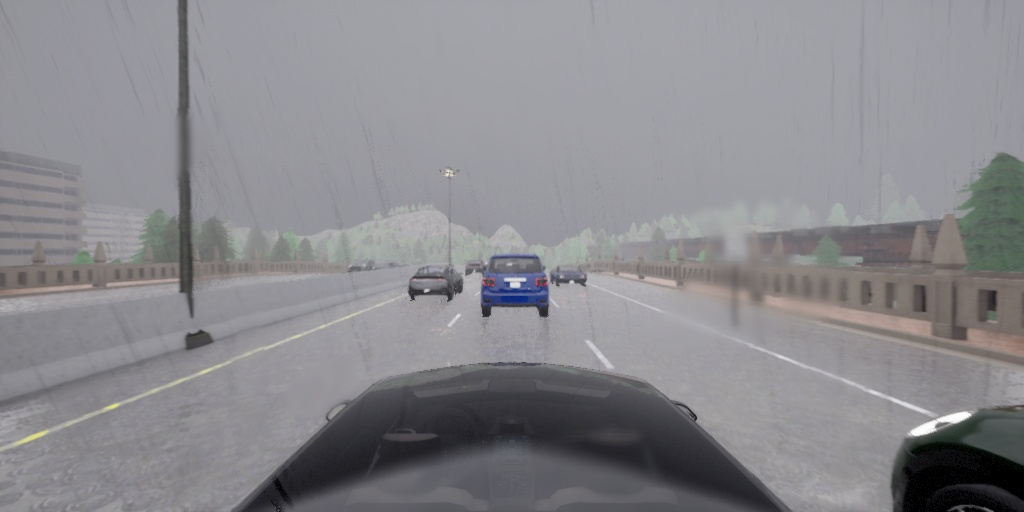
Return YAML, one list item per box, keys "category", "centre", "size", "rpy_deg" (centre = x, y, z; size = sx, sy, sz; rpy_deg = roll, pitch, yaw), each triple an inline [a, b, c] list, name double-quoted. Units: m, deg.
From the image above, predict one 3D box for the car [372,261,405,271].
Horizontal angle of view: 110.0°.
- category: "car"
  centre: [-10.620, 1.220, 32.618]
  size: [1.895, 1.301, 4.718]
  rpy_deg: [0, 0, 0]

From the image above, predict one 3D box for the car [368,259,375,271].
- category: "car"
  centre: [-14.116, 1.251, 40.453]
  size: [1.837, 1.490, 4.892]
  rpy_deg: [0, -2, 0]

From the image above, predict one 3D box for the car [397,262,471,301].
- category: "car"
  centre: [-3.412, 1.175, 16.766]
  size: [2.128, 1.511, 4.902]
  rpy_deg: [0, 0, 0]

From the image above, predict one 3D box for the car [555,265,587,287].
- category: "car"
  centre: [3.584, 1.252, 23.664]
  size: [1.895, 1.301, 4.718]
  rpy_deg: [0, 0, 0]

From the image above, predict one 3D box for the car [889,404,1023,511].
- category: "car"
  centre: [3.570, 1.107, 0.462]
  size: [2.097, 1.767, 4.553]
  rpy_deg: [0, 0, 0]

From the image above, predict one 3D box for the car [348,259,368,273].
- category: "car"
  centre: [-17.610, 1.177, 42.694]
  size: [2.097, 1.767, 4.553]
  rpy_deg: [0, -2, 0]

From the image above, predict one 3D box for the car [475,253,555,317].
- category: "car"
  centre: [0.092, 0.920, 13.126]
  size: [2.150, 2.045, 5.566]
  rpy_deg: [0, 0, 0]

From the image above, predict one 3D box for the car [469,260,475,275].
- category: "car"
  centre: [-3.425, 1.136, 35.018]
  size: [1.837, 1.490, 4.892]
  rpy_deg: [0, -1, 0]
